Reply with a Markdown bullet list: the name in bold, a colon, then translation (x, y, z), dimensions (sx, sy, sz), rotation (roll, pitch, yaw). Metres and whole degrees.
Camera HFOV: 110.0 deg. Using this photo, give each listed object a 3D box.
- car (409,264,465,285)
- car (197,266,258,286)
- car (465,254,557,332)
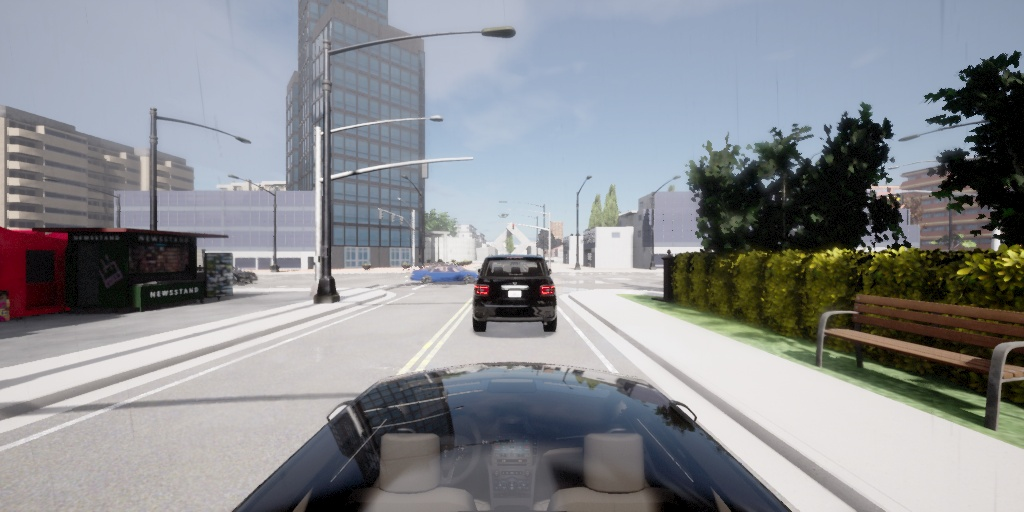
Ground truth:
- **car**: translation (-4.578, 1.320, 25.952), dimensions (5.357, 1.411, 2.033), rotation (0, 0, 3)
- **car**: translation (-21.249, 1.414, 26.072), dimensions (4.892, 1.490, 1.837), rotation (-1, 0, 0)
- **car**: translation (0.082, 0.971, 10.991), dimensions (2.150, 2.045, 5.566), rotation (0, 0, 0)
